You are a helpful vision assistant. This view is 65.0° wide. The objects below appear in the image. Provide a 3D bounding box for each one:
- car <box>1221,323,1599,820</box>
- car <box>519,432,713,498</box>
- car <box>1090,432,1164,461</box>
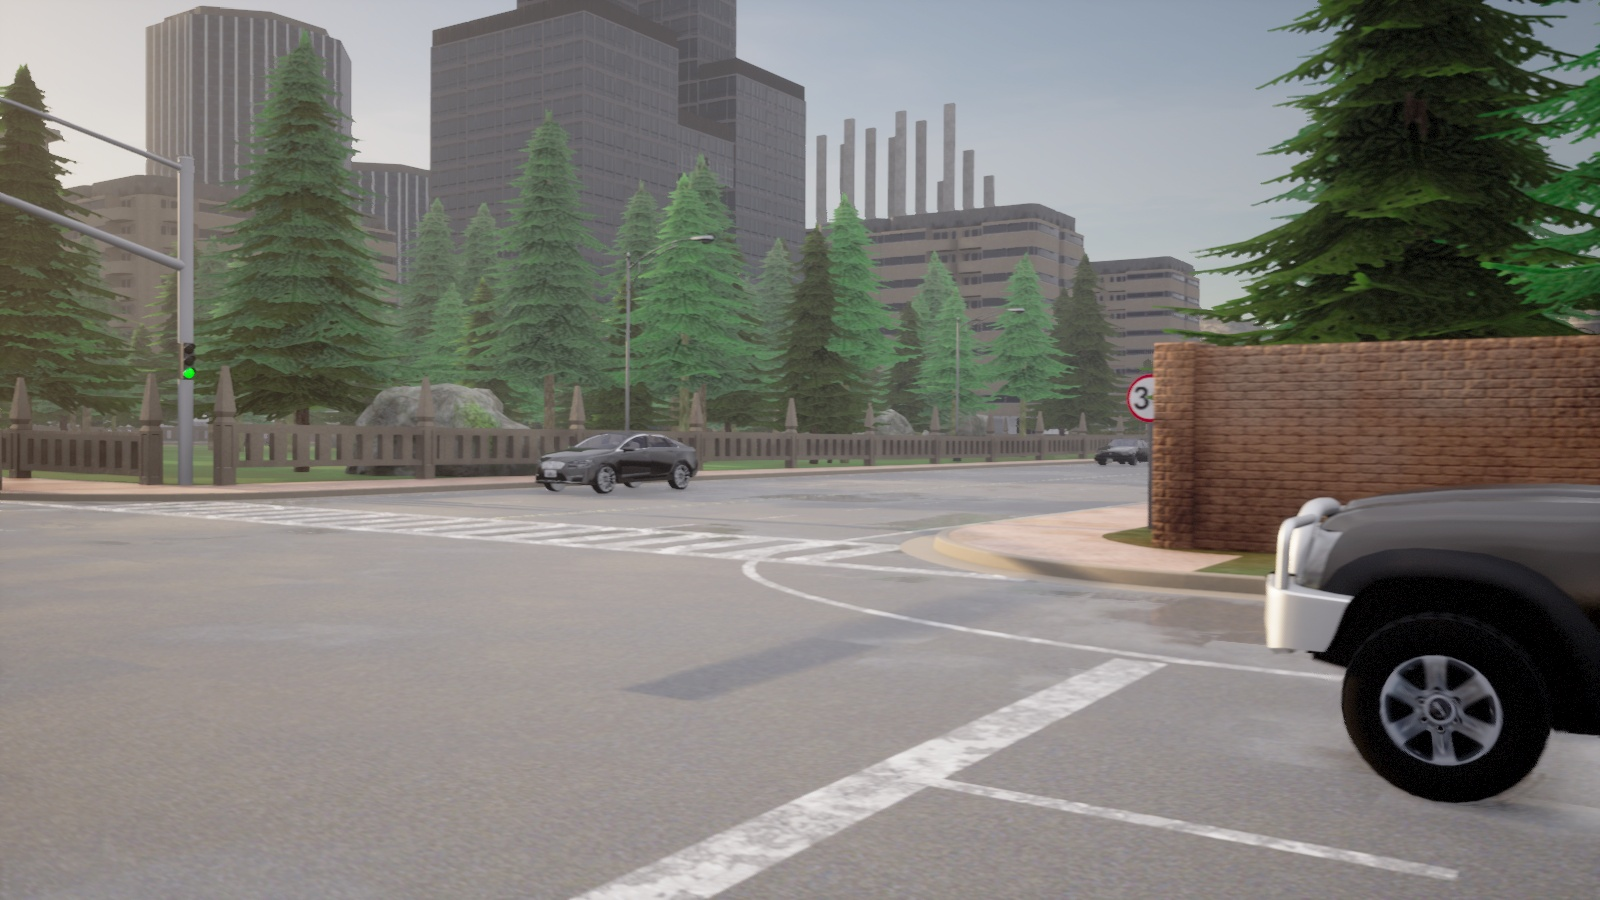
[{"bbox_3d":[4.285,0.440,4.976,4.605,1.855,1.932,0,1,34],"label":"car"},{"bbox_3d":[-4.539,0.328,31.793,2.128,1.511,4.902,0,1,33],"label":"car"},{"bbox_3d":[16.794,-0.216,64.230,2.033,1.411,5.357,0,1,33],"label":"car"}]
